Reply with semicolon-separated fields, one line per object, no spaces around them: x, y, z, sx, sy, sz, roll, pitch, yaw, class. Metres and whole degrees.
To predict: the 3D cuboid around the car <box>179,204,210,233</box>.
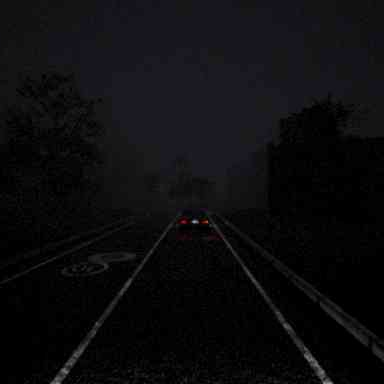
0.137;1.729;20.966;2.033;1.411;5.357;0;0;0;car

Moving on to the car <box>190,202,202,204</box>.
0.448;1.866;37.341;2.033;1.411;5.357;0;0;5;car
